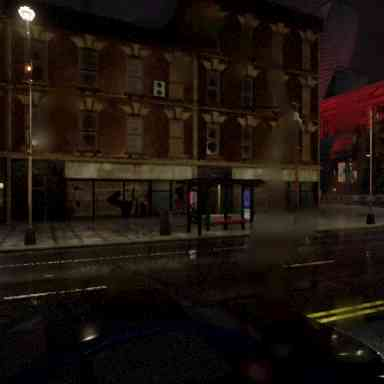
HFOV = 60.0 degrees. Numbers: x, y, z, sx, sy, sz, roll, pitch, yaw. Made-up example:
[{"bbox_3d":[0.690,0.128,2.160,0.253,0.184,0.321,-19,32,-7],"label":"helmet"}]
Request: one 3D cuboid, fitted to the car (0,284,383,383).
[{"bbox_3d":[-0.260,1.563,2.784,4.181,1.385,1.994,0,0,-24],"label":"car"}]
